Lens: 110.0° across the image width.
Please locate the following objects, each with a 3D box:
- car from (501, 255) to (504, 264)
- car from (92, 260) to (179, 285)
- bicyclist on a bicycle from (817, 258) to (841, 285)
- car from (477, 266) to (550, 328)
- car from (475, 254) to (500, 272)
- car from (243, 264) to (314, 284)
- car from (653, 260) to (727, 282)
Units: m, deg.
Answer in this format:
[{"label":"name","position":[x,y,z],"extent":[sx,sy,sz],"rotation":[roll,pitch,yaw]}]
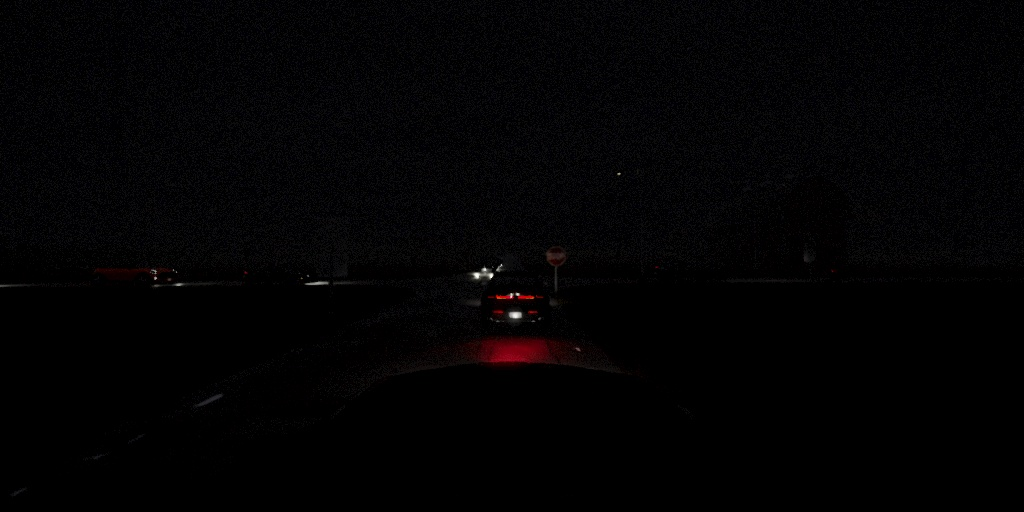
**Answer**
[{"label":"car","position":[-2.874,0.959,60.777],"extent":[2.033,1.411,5.357],"rotation":[0,0,1]},{"label":"car","position":[-26.375,1.107,25.261],"extent":[4.553,1.767,2.097],"rotation":[-1,-1,0]},{"label":"bicyclist on a bicycle","position":[19.917,0.965,22.542],"extent":[0.582,1.620,1.656],"rotation":[0,0,0]},{"label":"car","position":[0.086,1.195,11.137],"extent":[1.837,1.490,4.892],"rotation":[0,0,0]},{"label":"car","position":[-2.929,0.740,41.272],"extent":[2.150,2.045,5.566],"rotation":[0,0,1]},{"label":"car","position":[-16.410,1.239,25.320],"extent":[4.181,1.385,1.994],"rotation":[0,-1,-1]},{"label":"car","position":[12.650,1.029,25.585],"extent":[4.902,1.511,2.128],"rotation":[0,-1,0]}]
